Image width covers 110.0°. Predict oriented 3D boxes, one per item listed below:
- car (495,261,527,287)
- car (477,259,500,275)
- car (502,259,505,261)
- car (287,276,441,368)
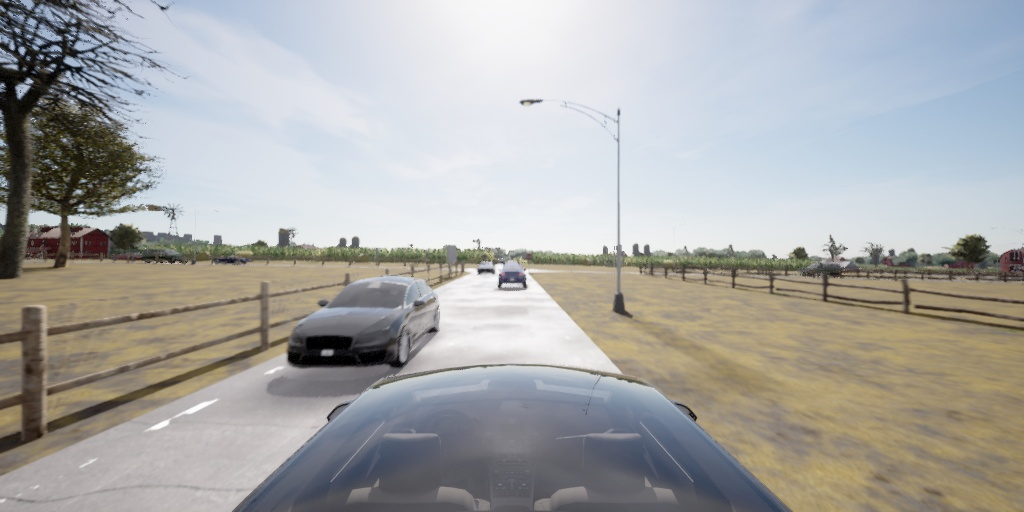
[{"bbox_3d":[0.023,1.267,24.123,1.812,1.442,4.674,0,0,0],"label":"car"},{"bbox_3d":[-2.781,1.303,39.917,2.033,1.411,5.357,0,0,0],"label":"car"},{"bbox_3d":[-0.002,1.279,38.531,1.812,1.442,4.674,0,0,-1],"label":"car"},{"bbox_3d":[-2.848,1.250,7.968,1.837,1.490,4.892,0,0,0],"label":"car"}]
